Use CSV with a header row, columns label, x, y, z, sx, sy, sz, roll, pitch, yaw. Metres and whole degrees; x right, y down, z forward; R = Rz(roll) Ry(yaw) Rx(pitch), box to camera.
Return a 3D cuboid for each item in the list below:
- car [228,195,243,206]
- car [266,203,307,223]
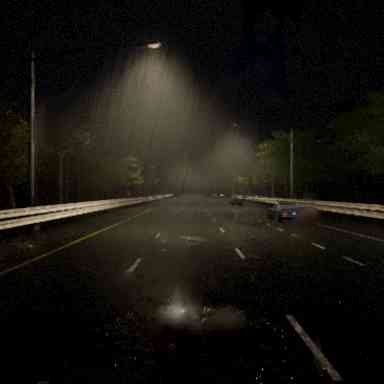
label,x,y,z,sx,sy,sz,roll,pitch,yaw
car,7.114,1.553,54.602,1.994,1.385,4.181,0,0,0
car,7.023,1.542,25.296,2.033,1.411,5.357,0,0,0
